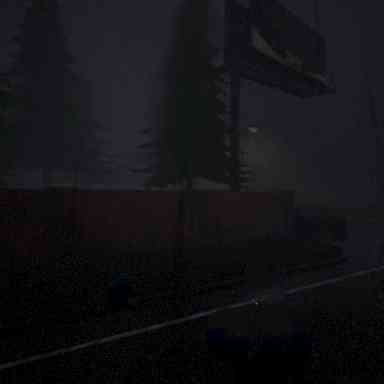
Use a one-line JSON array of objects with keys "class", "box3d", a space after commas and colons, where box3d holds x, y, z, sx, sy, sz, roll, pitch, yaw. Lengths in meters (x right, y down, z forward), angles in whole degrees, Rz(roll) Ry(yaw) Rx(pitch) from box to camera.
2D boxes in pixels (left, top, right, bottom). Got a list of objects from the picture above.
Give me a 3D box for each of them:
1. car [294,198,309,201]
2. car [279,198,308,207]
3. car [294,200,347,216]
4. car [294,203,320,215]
[{"class": "car", "box3d": [18.722, 1.878, 55.388, 1.994, 1.385, 4.181, 0, 0, -36]}, {"class": "car", "box3d": [18.690, 1.827, 61.338, 2.128, 1.511, 4.902, 0, 0, -36]}, {"class": "car", "box3d": [12.905, 1.806, 33.433, 1.895, 1.301, 4.718, 0, 0, -36]}, {"class": "car", "box3d": [8.019, 1.762, 28.262, 1.895, 1.301, 4.718, 0, 0, -36]}]
